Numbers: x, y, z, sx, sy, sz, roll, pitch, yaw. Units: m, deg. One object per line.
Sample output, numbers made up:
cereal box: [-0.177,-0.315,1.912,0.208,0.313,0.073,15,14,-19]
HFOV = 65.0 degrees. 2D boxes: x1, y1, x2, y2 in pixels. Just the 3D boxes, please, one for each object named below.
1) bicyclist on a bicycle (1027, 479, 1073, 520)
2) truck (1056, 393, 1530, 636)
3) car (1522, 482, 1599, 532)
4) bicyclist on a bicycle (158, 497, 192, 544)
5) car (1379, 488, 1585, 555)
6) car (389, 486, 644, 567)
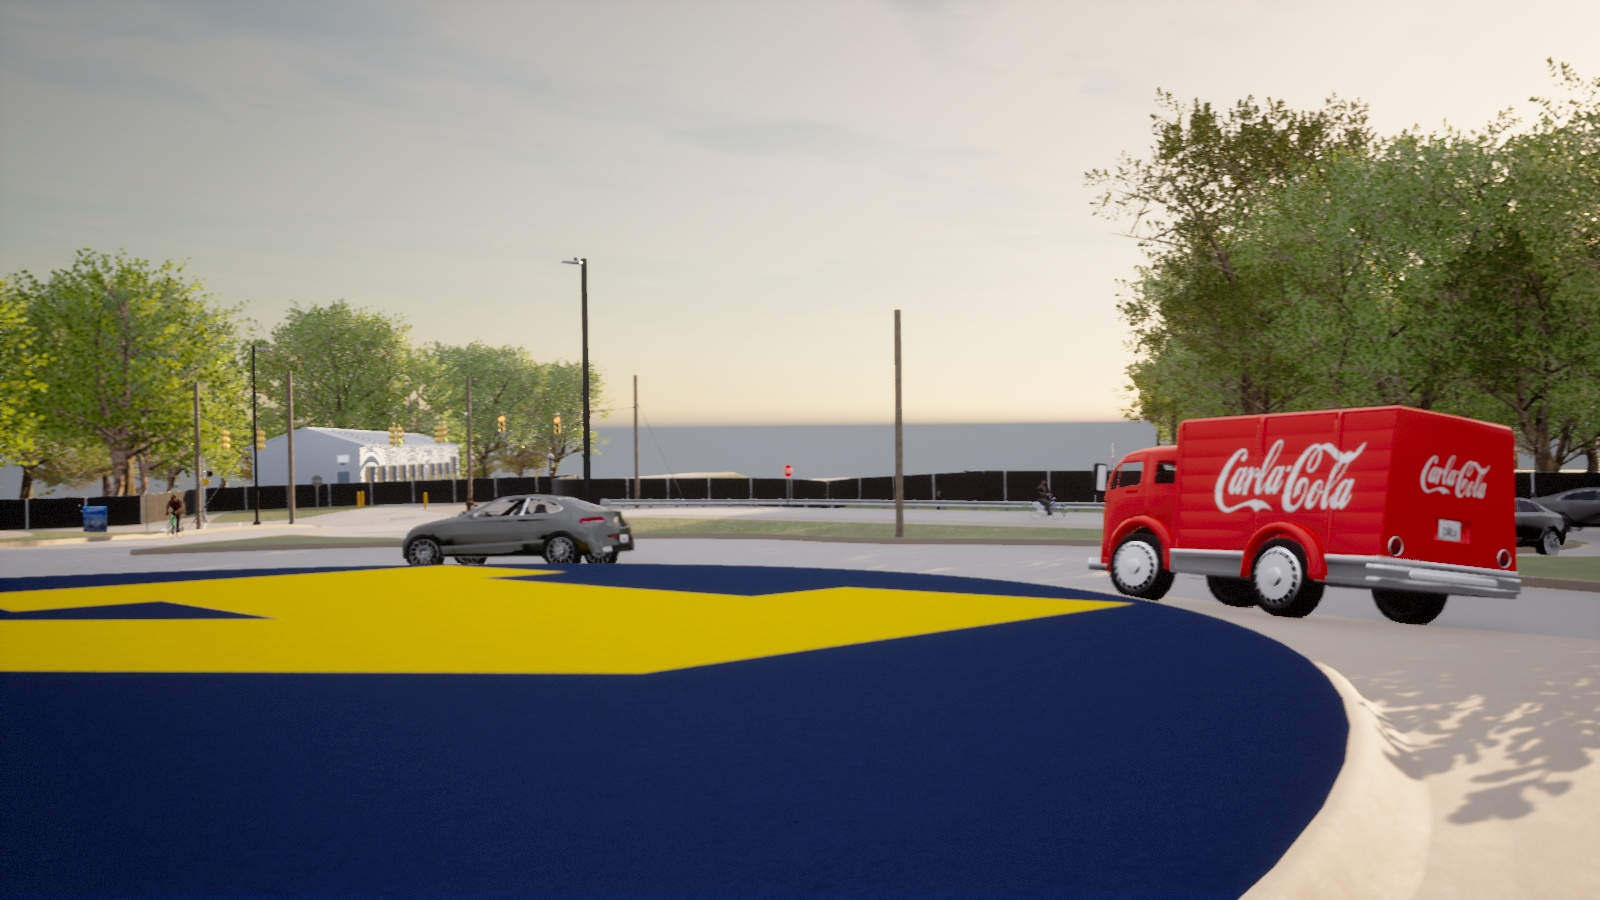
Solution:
bicyclist on a bicycle: [10.913,2.157,54.864,0.659,1.776,1.843,-2,0,-44]
truck: [6.079,0.859,16.286,2.627,2.467,5.204,7,-5,-26]
car: [25.701,1.777,39.363,2.128,1.511,4.902,0,-1,-44]
bicyclist on a bicycle: [-22.575,2.533,45.380,0.582,1.620,1.656,-1,-2,-8]
car: [16.672,1.752,30.673,4.902,1.511,2.128,3,-3,-29]
car: [-6.180,1.687,27.519,5.027,1.651,2.152,-2,-3,16]
